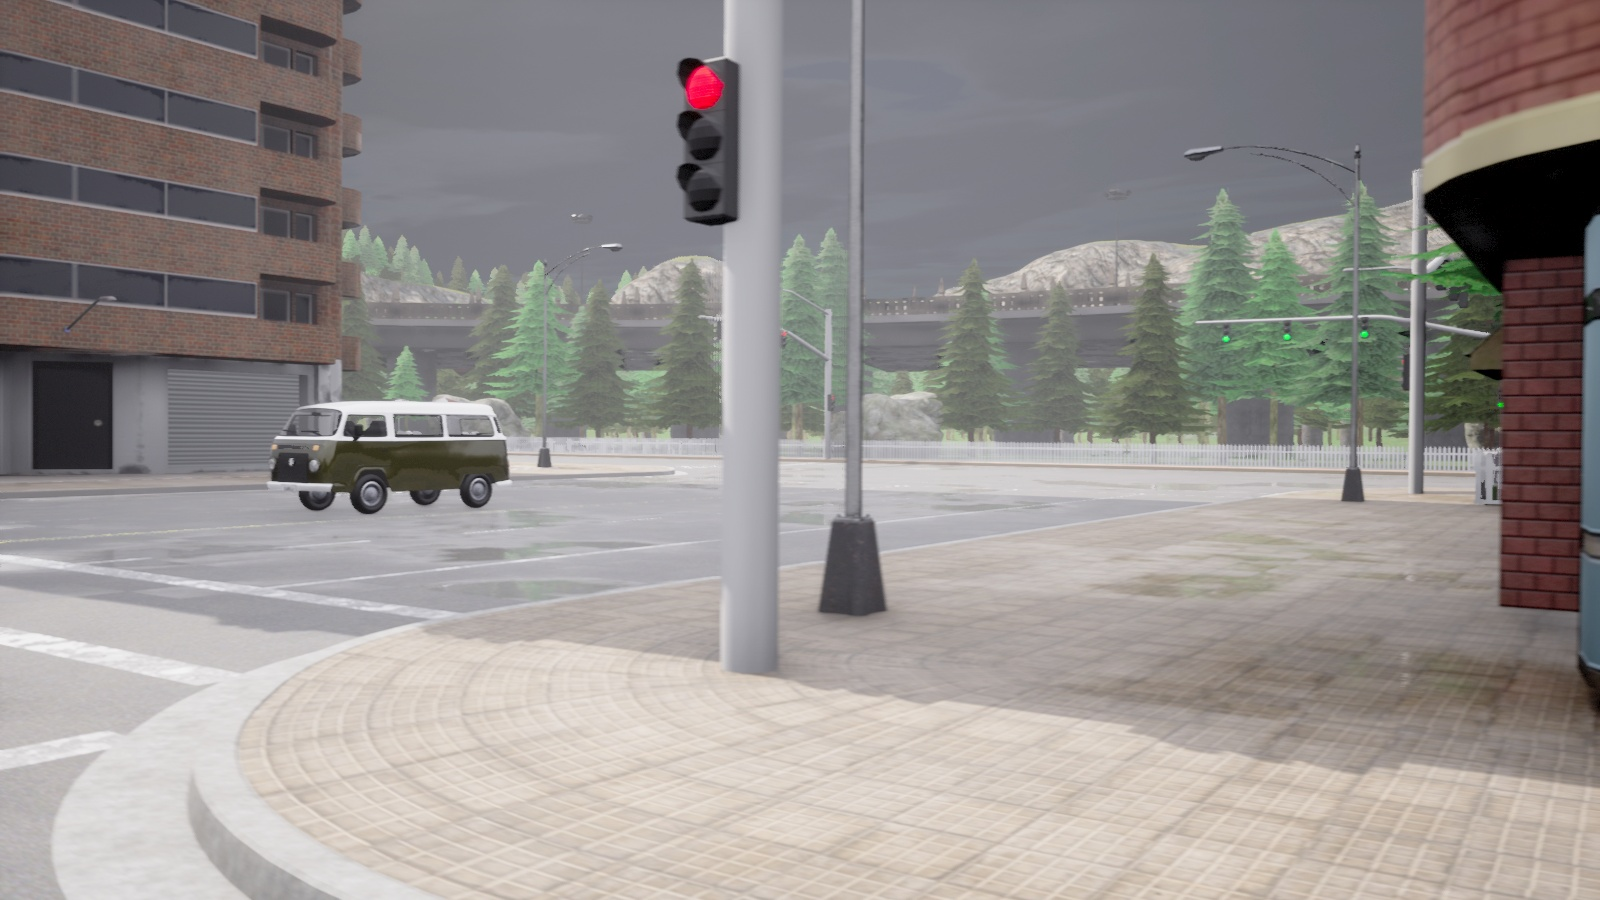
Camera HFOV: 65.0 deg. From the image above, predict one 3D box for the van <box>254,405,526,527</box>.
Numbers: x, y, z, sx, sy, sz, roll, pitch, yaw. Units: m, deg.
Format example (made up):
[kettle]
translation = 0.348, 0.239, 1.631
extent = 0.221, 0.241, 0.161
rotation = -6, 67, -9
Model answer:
[van]
translation = -7.516, 0.232, 23.459
extent = 2.069, 2.038, 4.480
rotation = 0, 1, 34
